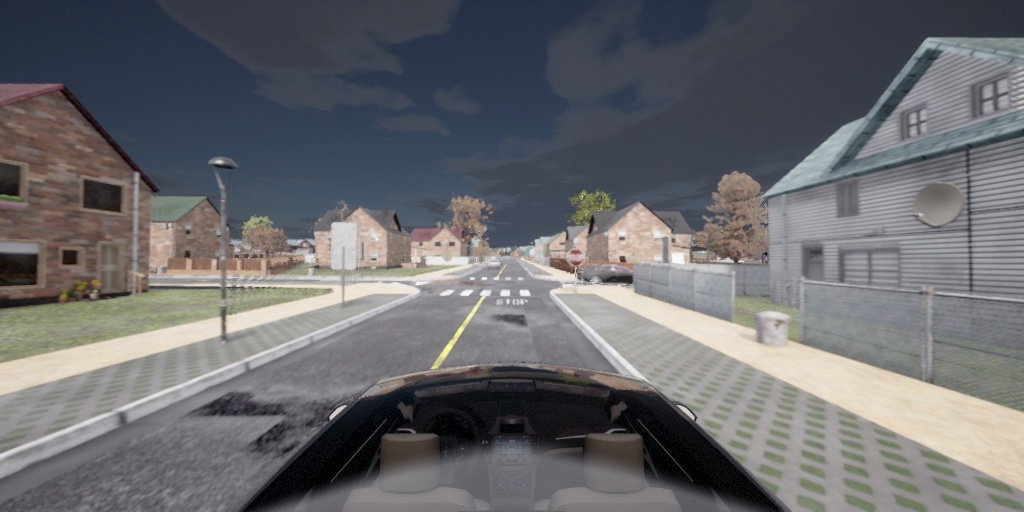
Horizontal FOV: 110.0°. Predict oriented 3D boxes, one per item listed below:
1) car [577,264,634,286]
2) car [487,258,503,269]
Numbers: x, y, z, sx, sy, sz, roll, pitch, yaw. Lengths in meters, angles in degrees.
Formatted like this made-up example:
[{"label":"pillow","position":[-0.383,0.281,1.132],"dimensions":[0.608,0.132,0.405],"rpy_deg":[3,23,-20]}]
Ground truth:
[{"label":"car","position":[6.827,1.285,24.087],"dimensions":[4.902,1.511,2.128],"rpy_deg":[1,-1,-1]},{"label":"car","position":[-2.792,1.216,56.590],"dimensions":[1.812,1.442,4.674],"rpy_deg":[0,0,1]}]
